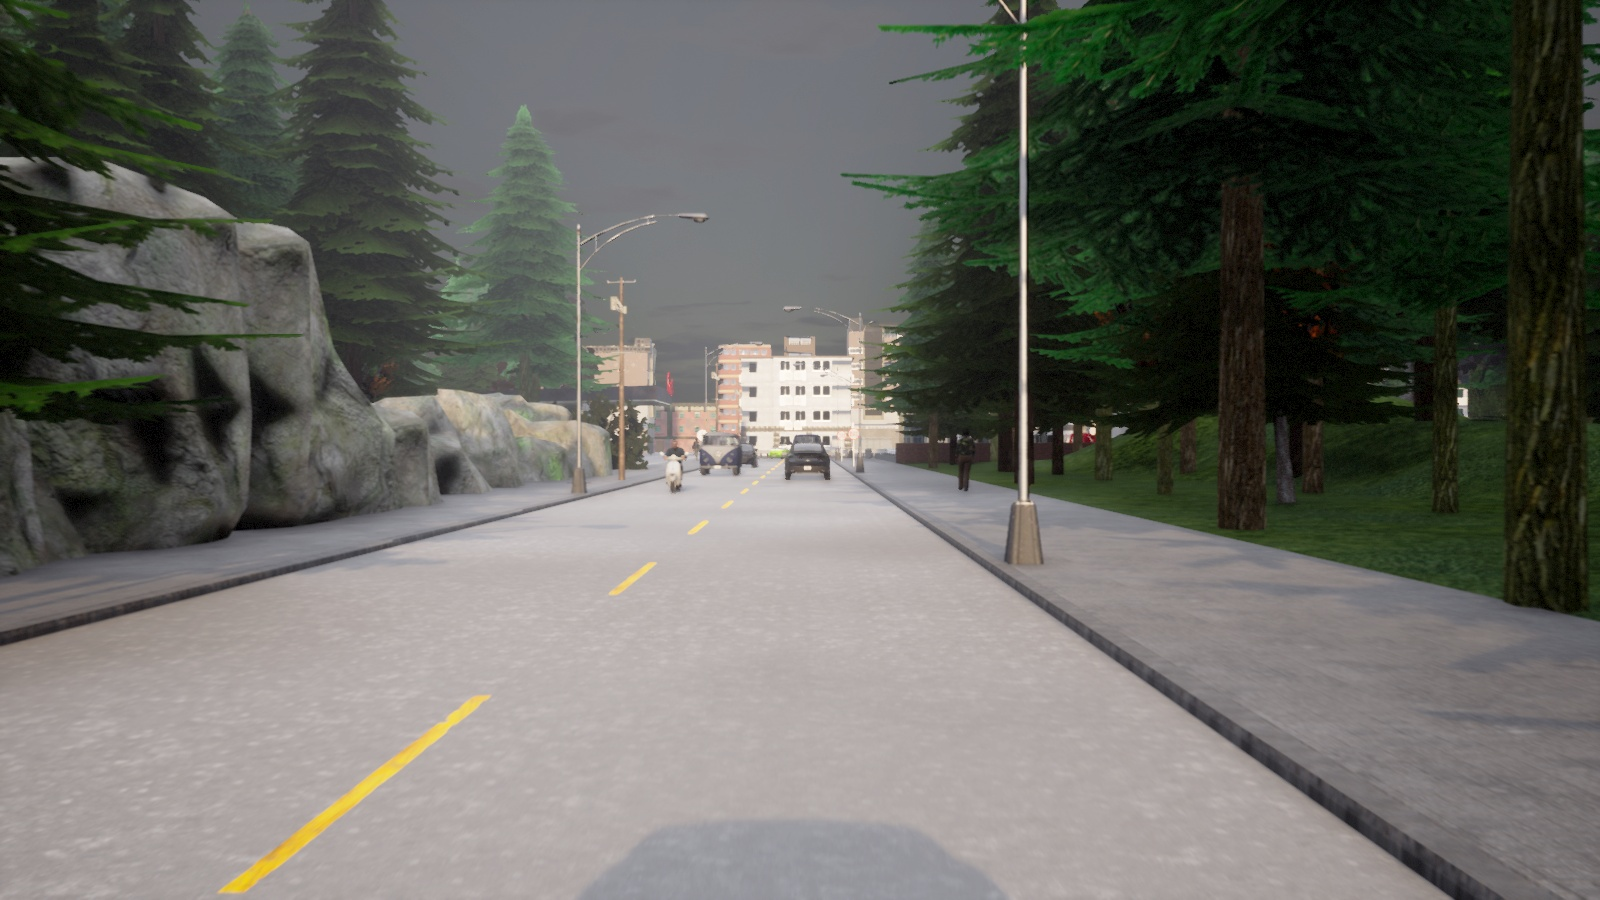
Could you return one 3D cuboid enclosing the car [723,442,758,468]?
[{"bbox_3d":[-3.561,0.294,75.949,1.882,1.535,5.008,0,0,0],"label":"car"}]

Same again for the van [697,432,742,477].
[{"bbox_3d":[-3.653,0.172,57.740,1.775,1.987,4.442,0,0,0],"label":"van"}]

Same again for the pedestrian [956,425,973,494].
[{"bbox_3d":[4.674,0.259,35.718,0.395,1.930,0.692,0,0,0],"label":"pedestrian"}]

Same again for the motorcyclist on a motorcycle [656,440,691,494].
[{"bbox_3d":[-3.769,0.486,37.535,0.866,1.590,1.817,0,0,0],"label":"motorcyclist on a motorcycle"}]

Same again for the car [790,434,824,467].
[{"bbox_3d":[0.462,0.009,81.130,2.150,2.045,5.566,0,0,0],"label":"car"}]

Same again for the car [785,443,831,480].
[{"bbox_3d":[0.318,0.455,52.662,1.837,1.490,4.892,0,0,0],"label":"car"}]
